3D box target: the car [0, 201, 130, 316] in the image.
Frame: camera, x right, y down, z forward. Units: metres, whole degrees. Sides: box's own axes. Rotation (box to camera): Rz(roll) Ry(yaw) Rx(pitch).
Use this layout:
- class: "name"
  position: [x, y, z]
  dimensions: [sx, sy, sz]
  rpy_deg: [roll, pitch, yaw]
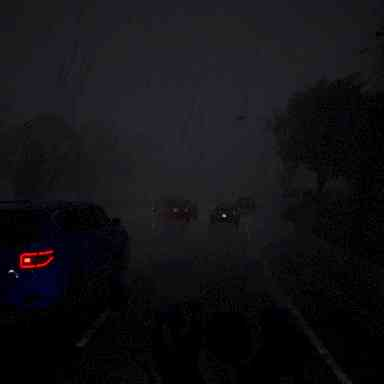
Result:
- class: "car"
  position: [-3.062, 1.213, 7.678]
  dimensions: [2.150, 2.045, 5.566]
  rpy_deg: [0, 0, 3]

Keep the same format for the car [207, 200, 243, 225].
- class: "car"
  position: [2.498, 1.565, 24.288]
  dimensions: [1.994, 1.385, 4.181]
  rpy_deg: [0, 0, 10]

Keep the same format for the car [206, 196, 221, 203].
- class: "car"
  position: [4.296, 1.514, 64.534]
  dimensions: [1.812, 1.442, 4.674]
  rpy_deg: [0, 0, 25]

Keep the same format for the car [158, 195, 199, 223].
- class: "car"
  position: [-0.803, 1.342, 25.702]
  dimensions: [2.097, 1.767, 4.553]
  rpy_deg: [0, 0, 10]

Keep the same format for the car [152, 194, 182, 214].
- class: "car"
  position: [-2.415, 1.200, 35.682]
  dimensions: [2.150, 2.045, 5.566]
  rpy_deg: [0, 0, 15]

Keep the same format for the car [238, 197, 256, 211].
- class: "car"
  position: [6.719, 1.362, 41.379]
  dimensions: [2.097, 1.767, 4.553]
  rpy_deg: [0, 0, 17]

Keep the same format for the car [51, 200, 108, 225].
- class: "car"
  position: [-8.260, 1.445, 24.963]
  dimensions: [1.882, 1.535, 5.008]
  rpy_deg: [0, 0, 10]
